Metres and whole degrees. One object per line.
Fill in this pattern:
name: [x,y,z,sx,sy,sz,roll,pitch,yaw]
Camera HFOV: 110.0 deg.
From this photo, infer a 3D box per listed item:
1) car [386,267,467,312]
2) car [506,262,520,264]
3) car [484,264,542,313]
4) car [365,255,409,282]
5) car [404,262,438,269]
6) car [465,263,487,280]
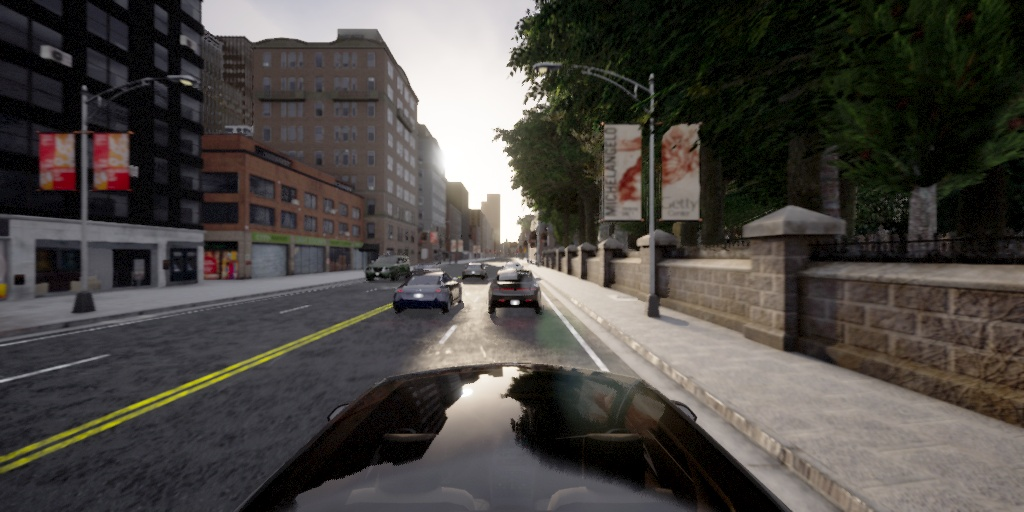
car: [-3.150,1.309,14.092,1.994,1.385,4.181,0,0,0]
car: [0.099,1.263,31.697,1.812,1.442,4.674,0,0,0]
car: [0.100,1.250,13.994,1.837,1.490,4.892,0,0,0]
car: [-9.851,0.960,29.060,2.150,2.045,5.566,0,0,1]
car: [-6.599,1.303,27.857,1.994,1.385,4.181,0,0,0]
car: [-3.151,1.302,31.239,1.994,1.385,4.181,0,0,0]
